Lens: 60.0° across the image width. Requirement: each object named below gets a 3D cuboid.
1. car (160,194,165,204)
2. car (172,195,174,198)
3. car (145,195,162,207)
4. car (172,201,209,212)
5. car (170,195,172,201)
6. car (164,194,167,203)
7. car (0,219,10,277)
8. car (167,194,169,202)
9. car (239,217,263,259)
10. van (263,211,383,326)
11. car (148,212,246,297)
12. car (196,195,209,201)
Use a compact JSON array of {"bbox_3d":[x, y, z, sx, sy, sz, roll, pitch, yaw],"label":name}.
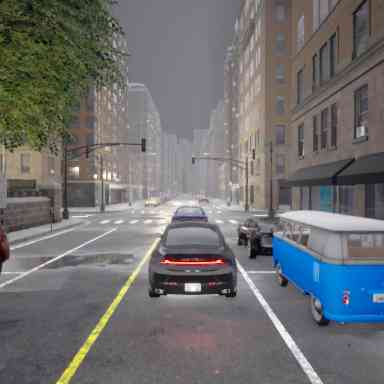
[{"bbox_3d":[-6.102,1.532,55.825,2.008,1.369,4.403,0,0,0],"label":"car"},{"bbox_3d":[-6.317,1.305,83.079,2.192,1.841,5.009,0,0,0],"label":"car"},{"bbox_3d":[-6.058,1.507,50.205,1.752,1.417,4.829,0,0,0],"label":"car"},{"bbox_3d":[-0.104,1.476,18.032,1.882,1.535,5.008,0,0,0],"label":"car"},{"bbox_3d":[-6.273,1.537,77.628,2.008,1.369,4.403,0,0,0],"label":"car"},{"bbox_3d":[-6.145,1.526,61.276,1.887,1.381,4.507,0,0,0],"label":"car"},{"bbox_3d":[-5.717,1.315,6.688,2.192,1.841,5.009,0,0,0],"label":"car"},{"bbox_3d":[-6.188,1.527,66.727,1.887,1.381,4.507,0,0,0],"label":"car"},{"bbox_3d":[2.764,1.566,12.455,1.947,1.339,4.313,0,0,0],"label":"car"},{"bbox_3d":[2.808,1.342,6.795,1.690,1.788,3.998,0,0,0],"label":"van"},{"bbox_3d":[0.009,1.505,8.536,1.837,1.490,4.892,0,0,0],"label":"car"},{"bbox_3d":[2.336,1.422,66.830,1.967,1.590,4.097,0,0,0],"label":"car"}]
